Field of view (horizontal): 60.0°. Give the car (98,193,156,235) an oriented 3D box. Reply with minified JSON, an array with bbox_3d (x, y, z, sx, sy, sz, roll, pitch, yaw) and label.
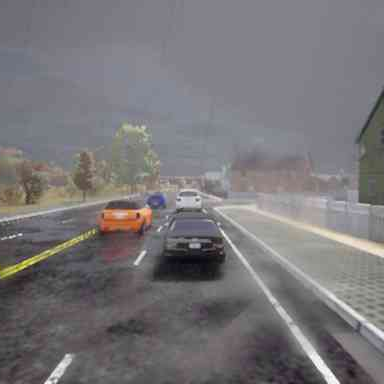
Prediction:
[{"bbox_3d":[-3.284,1.120,17.174,2.097,1.767,4.553,0,1,-1],"label":"car"}]

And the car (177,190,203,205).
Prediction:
[{"bbox_3d":[-0.162,0.796,31.093,2.150,2.045,5.566,0,1,3],"label":"car"}]

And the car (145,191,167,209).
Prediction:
[{"bbox_3d":[-3.750,0.987,35.940,1.882,1.535,5.008,0,1,-2],"label":"car"}]

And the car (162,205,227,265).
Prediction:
[{"bbox_3d":[0.047,1.396,11.065,2.033,1.411,5.357,0,1,-1],"label":"car"}]

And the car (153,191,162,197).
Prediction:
[{"bbox_3d":[-8.642,0.385,83.319,1.994,1.385,4.181,0,1,-2],"label":"car"}]

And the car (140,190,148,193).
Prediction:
[{"bbox_3d":[-11.890,0.363,83.213,2.128,1.511,4.902,0,1,-2],"label":"car"}]
